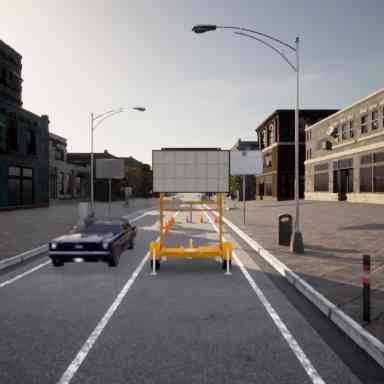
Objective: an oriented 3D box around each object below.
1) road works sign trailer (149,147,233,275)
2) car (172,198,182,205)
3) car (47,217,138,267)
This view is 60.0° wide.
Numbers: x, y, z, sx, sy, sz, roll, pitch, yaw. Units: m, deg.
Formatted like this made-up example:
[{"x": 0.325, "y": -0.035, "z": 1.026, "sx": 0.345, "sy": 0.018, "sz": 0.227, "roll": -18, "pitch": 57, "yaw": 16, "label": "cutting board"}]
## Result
[{"x": -0.029, "y": 0.431, "z": 10.329, "sx": 2.380, "sy": 3.560, "sz": 2.880, "roll": 0, "pitch": 0, "yaw": 0, "label": "road works sign trailer"}, {"x": -3.207, "y": 2.017, "z": 71.717, "sx": 1.994, "sy": 1.385, "sz": 4.181, "roll": 0, "pitch": -1, "yaw": 0, "label": "car"}, {"x": -3.132, "y": 1.564, "z": 11.397, "sx": 1.895, "sy": 1.301, "sz": 4.718, "roll": 0, "pitch": 0, "yaw": 0, "label": "car"}]
